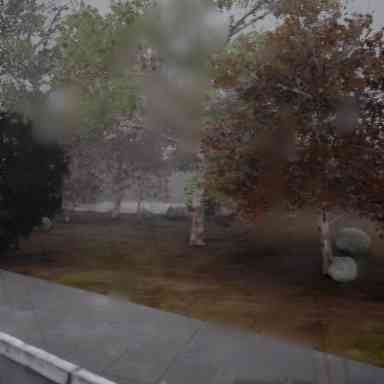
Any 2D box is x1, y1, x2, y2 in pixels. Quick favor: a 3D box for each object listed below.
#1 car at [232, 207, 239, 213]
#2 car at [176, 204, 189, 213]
[{"bbox_3d":[9.123,3.441,62.546,4.181,1.385,1.994,3,0,-42],"label":"car"},{"bbox_3d":[-0.377,2.720,53.900,4.892,1.490,1.837,5,-1,-42],"label":"car"}]
